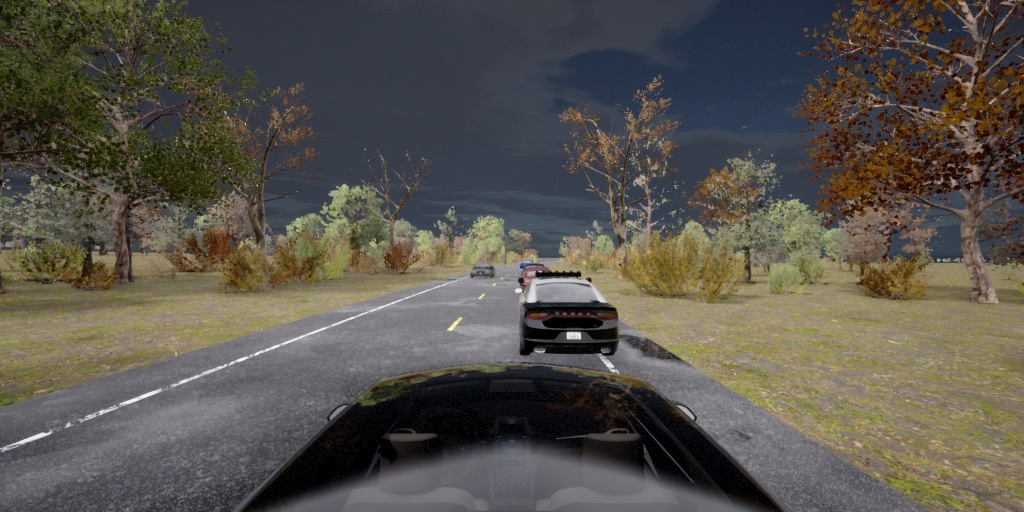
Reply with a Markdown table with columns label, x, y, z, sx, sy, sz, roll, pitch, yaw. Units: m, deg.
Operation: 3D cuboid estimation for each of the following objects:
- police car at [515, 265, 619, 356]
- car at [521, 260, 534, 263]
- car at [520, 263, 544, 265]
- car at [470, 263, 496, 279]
| label | x | y | z | sx | sy | sz | roll | pitch | yaw |
| --- | --- | --- | --- | --- | --- | --- | --- | --- | --- |
| police car | 1.107 | 1.177 | 8.790 | 1.930 | 1.638 | 5.238 | 0 | 0 | 1 |
| car | 1.533 | 1.266 | 24.603 | 1.837 | 1.490 | 4.892 | 0 | 0 | 2 |
| car | 1.325 | 1.281 | 18.633 | 1.812 | 1.442 | 4.674 | 0 | 0 | 2 |
| car | -2.594 | 1.340 | 32.925 | 1.994 | 1.385 | 4.181 | 0 | 0 | 3 |
